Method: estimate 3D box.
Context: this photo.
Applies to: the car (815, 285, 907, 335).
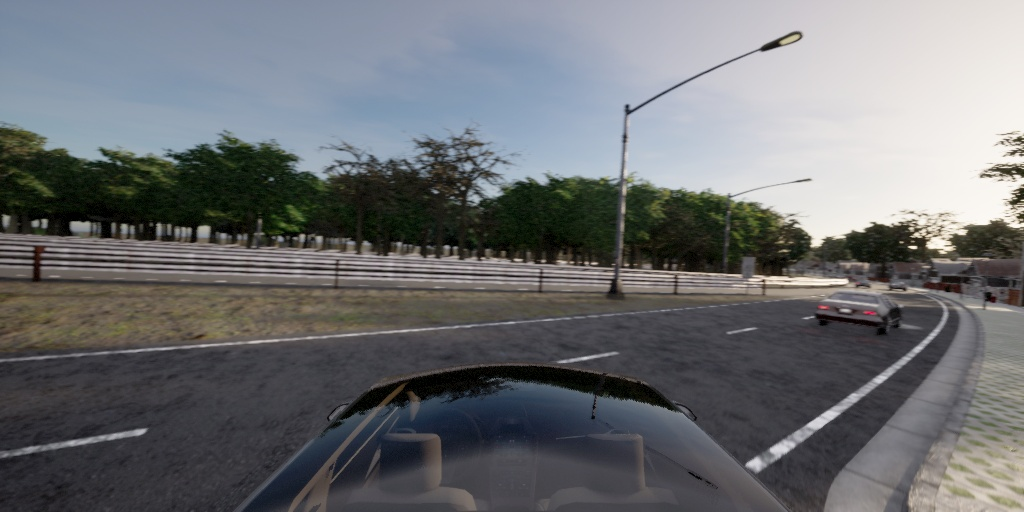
[{"bbox_3d":[13.395,2.026,13.770,5.357,1.411,2.033,3,0,-37],"label":"car"}]
